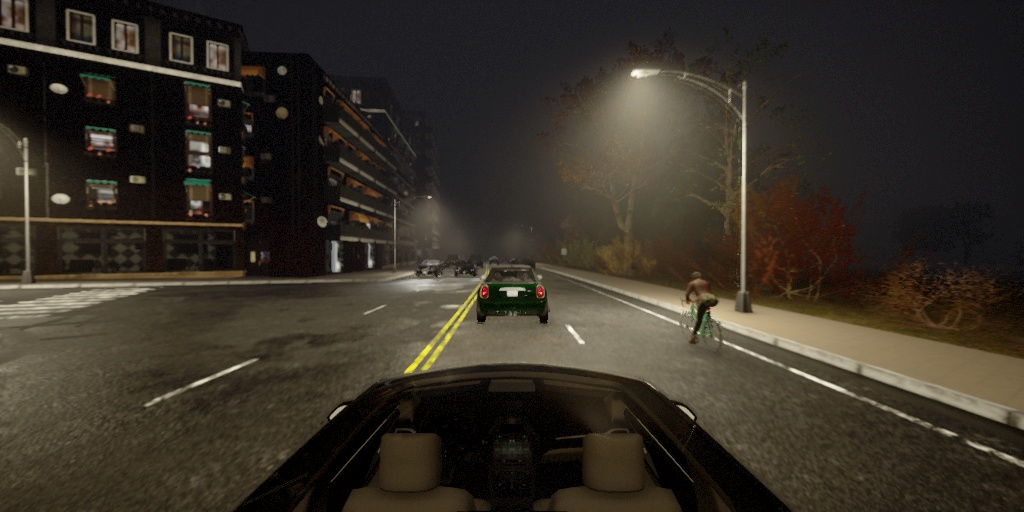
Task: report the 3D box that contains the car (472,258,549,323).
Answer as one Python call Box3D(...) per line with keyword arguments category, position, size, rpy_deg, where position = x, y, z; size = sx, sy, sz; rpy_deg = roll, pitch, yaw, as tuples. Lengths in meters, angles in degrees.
Box3D(category="car", position=(-0.019, 1.056, 12.119), size=(2.097, 1.767, 4.553), rpy_deg=(0, 0, -1))

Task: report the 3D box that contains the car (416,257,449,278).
Box3D(category="car", position=(-7.361, 1.108, 32.426), size=(2.128, 1.511, 4.902), rpy_deg=(0, 0, -2))

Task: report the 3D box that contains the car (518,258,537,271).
Box3D(category="car", position=(1.870, 1.020, 45.587), size=(1.882, 1.535, 5.008), rpy_deg=(0, 0, -4))

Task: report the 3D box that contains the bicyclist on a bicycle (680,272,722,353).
Box3D(category="bicyclist on a bicycle", position=(4.090, 1.173, 7.830), size=(0.582, 1.620, 1.656), rpy_deg=(0, 0, -1))

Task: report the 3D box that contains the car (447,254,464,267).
Box3D(category="car", position=(-8.530, 0.744, 52.303), size=(2.150, 2.045, 5.566), rpy_deg=(0, 0, -4))

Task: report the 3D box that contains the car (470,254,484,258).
Box3D(category="car", position=(-5.286, 0.739, 52.519), size=(2.150, 2.045, 5.566), rpy_deg=(0, 0, -4))

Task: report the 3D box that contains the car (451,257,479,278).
Box3D(category="car", position=(-4.107, 1.118, 32.467), size=(1.837, 1.490, 4.892), rpy_deg=(0, 0, -3))
